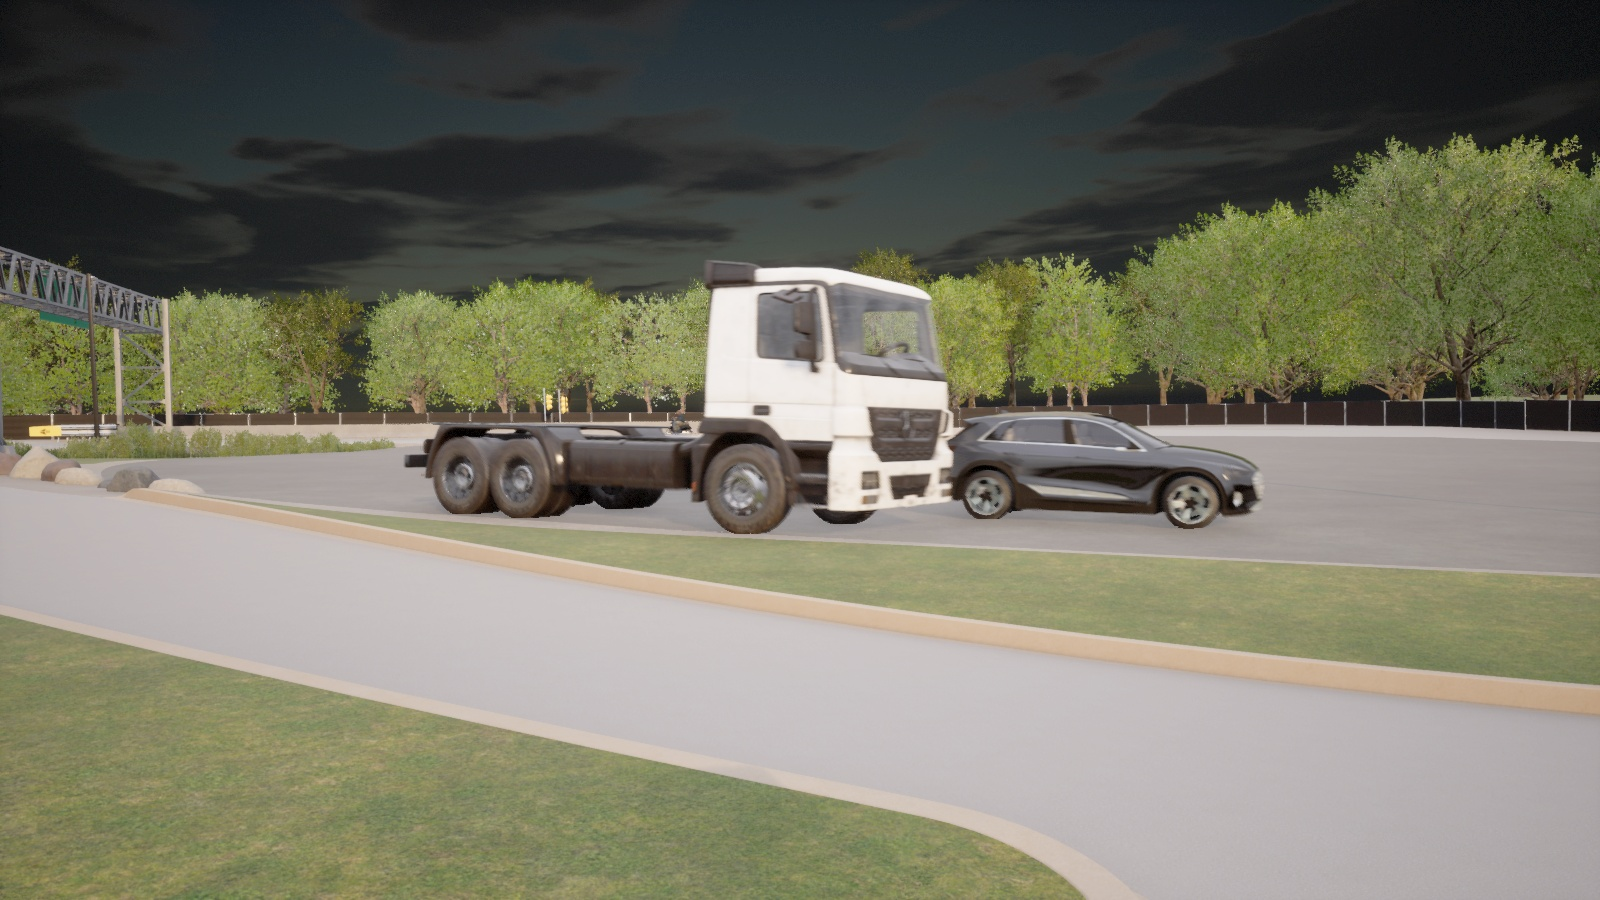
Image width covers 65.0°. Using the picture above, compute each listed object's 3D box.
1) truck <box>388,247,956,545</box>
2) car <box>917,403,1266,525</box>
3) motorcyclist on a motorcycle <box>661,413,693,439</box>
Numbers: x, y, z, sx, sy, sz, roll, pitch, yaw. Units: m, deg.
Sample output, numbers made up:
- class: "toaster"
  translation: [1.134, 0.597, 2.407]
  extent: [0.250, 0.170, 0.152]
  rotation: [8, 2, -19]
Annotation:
- class: "truck"
  translation: [-2.019, -0.690, 17.920]
  extent: [7.936, 3.462, 2.891]
  rotation: [1, 2, 32]
- class: "car"
  translation: [4.400, 0.142, 18.930]
  extent: [4.856, 1.649, 2.033]
  rotation: [0, 2, 22]
- class: "motorcyclist on a motorcycle"
  translation: [-7.783, -1.508, 79.695]
  extent: [1.817, 1.590, 0.866]
  rotation: [-2, 2, -18]
